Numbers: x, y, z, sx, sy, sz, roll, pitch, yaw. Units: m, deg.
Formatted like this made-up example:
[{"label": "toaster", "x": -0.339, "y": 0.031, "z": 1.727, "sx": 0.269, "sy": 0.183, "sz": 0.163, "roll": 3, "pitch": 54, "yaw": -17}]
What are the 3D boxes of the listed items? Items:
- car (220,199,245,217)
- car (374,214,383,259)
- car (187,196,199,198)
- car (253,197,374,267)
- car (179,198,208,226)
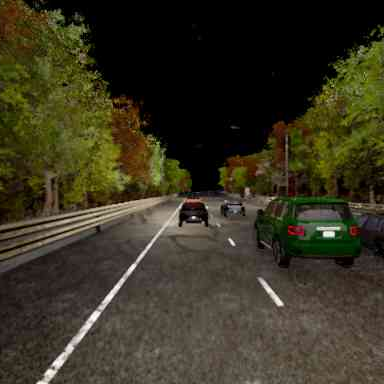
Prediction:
[{"label": "car", "x": 3.606, "y": 1.406, "z": 29.950, "sx": 2.128, "sy": 1.511, "sz": 4.902, "roll": 0, "pitch": 0, "yaw": 0}, {"label": "car", "x": 7.103, "y": 1.515, "z": 12.354, "sx": 2.033, "sy": 1.411, "sz": 5.357, "roll": 0, "pitch": 0, "yaw": 0}, {"label": "car", "x": 0.108, "y": 1.234, "z": 41.483, "sx": 2.097, "sy": 1.767, "sz": 4.553, "roll": 0, "pitch": 0, "yaw": 0}, {"label": "car", "x": 3.602, "y": 1.192, "z": 11.430, "sx": 2.150, "sy": 2.045, "sz": 5.566, "roll": 0, "pitch": 0, "yaw": 0}, {"label": "car", "x": 0.104, "y": 1.414, "z": 22.822, "sx": 1.882, "sy": 1.535, "sz": 5.008, "roll": 0, "pitch": 0, "yaw": 0}]
